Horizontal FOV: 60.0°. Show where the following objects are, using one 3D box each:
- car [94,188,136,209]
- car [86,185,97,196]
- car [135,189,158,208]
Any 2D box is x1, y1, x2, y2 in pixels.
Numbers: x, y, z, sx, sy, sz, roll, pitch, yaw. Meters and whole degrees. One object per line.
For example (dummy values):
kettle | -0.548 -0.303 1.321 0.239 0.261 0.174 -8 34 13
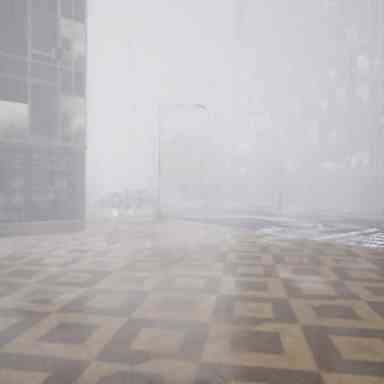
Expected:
car | -8.156 0.806 35.048 2.097 1.767 4.553 0 1 -38
car | -15.385 0.003 49.701 2.150 2.045 5.566 0 1 -38
car | -5.949 0.670 37.496 2.150 2.045 5.566 0 1 -38
